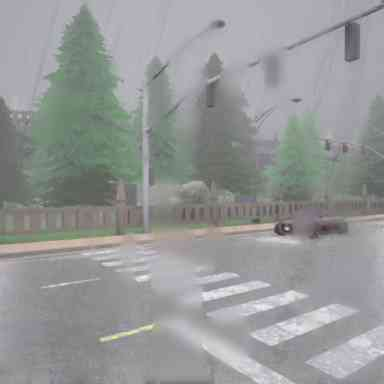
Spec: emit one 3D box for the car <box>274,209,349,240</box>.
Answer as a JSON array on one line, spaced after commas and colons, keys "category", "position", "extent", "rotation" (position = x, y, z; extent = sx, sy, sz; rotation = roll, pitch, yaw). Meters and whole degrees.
[{"category": "car", "position": [6.146, 1.564, 17.022], "extent": [4.181, 1.385, 1.994], "rotation": [0, 0, -36]}]
